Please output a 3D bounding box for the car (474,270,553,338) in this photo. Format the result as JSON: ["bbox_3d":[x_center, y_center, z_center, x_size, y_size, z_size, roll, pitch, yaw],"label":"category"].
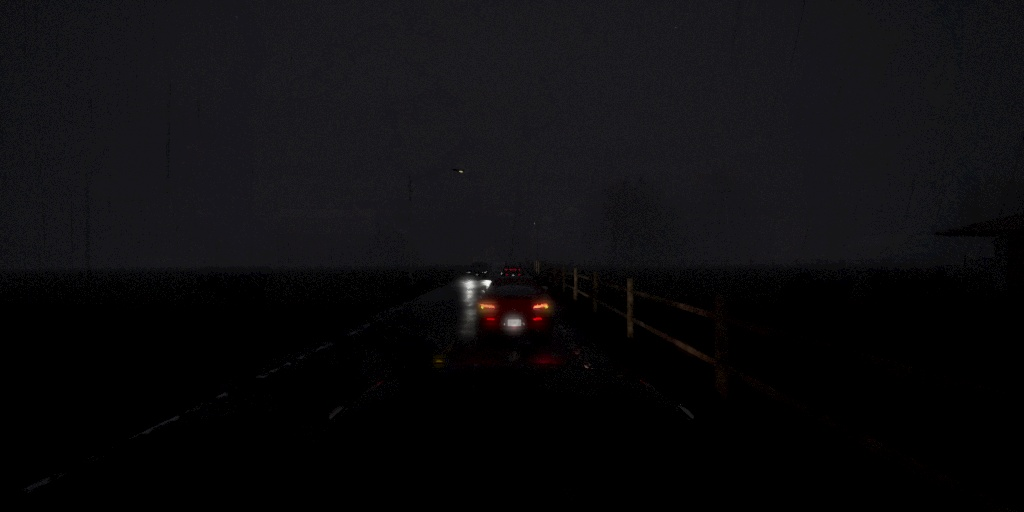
[{"bbox_3d":[0.068,1.276,10.045,1.812,1.442,4.674,0,0,0],"label":"car"}]

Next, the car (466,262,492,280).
[{"bbox_3d":[-2.847,1.273,31.439,1.837,1.490,4.892,0,0,0],"label":"car"}]

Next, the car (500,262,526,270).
[{"bbox_3d":[0.084,1.256,29.365,2.128,1.511,4.902,0,0,0],"label":"car"}]
